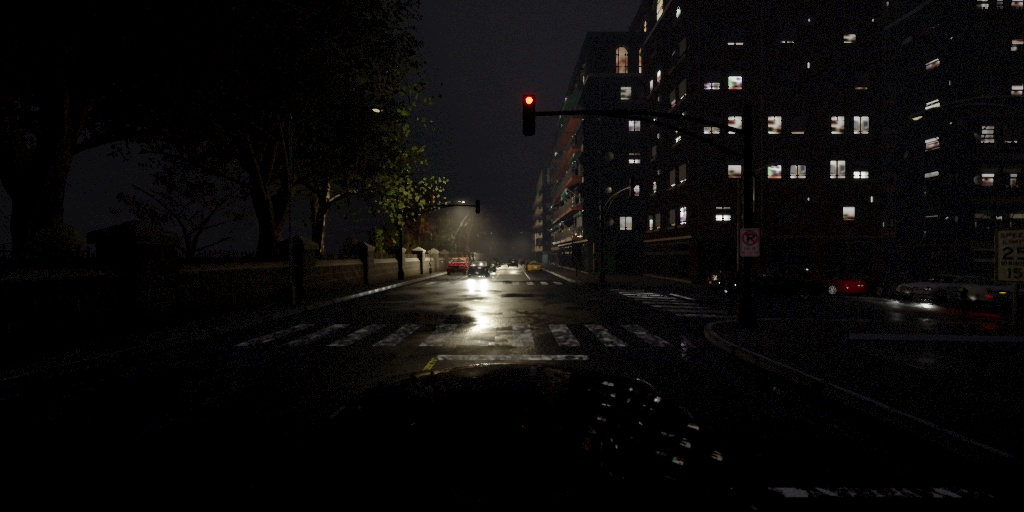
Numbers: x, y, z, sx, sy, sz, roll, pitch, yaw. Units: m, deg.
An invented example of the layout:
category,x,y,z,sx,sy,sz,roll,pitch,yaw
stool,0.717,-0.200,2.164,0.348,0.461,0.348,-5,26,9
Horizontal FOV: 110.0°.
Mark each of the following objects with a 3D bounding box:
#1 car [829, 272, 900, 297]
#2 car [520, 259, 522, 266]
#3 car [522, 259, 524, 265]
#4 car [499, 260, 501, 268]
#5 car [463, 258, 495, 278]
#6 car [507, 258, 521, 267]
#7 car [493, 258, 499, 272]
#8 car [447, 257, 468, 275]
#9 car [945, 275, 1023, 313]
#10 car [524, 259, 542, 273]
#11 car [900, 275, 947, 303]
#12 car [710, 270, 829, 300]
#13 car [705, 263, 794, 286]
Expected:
category,x,y,z,sx,sy,sz,roll,pitch,yaw
car,20.314,1.671,21.923,4.507,1.381,1.888,0,0,0
car,2.747,1.316,55.115,2.007,1.370,4.403,0,0,0
car,2.741,1.307,49.579,1.888,1.381,4.507,0,0,0
car,-3.008,1.120,60.447,2.097,1.767,4.553,0,0,0
car,-3.073,1.245,34.118,2.128,1.511,4.902,0,0,-1
car,0.166,1.320,64.291,2.033,1.411,5.357,0,0,-1
car,-3.054,1.111,44.518,2.097,1.767,4.553,0,0,0
car,-5.651,1.070,38.517,2.192,1.841,5.009,0,0,0
car,23.085,1.725,16.147,4.674,1.442,1.812,1,0,0
car,2.735,1.283,44.214,1.751,1.417,4.829,0,0,0
car,23.664,1.723,19.333,4.674,1.442,1.812,1,0,0
car,13.722,1.618,19.315,4.718,1.301,1.895,1,0,0
car,14.619,1.338,21.911,5.009,1.841,2.192,0,0,0
